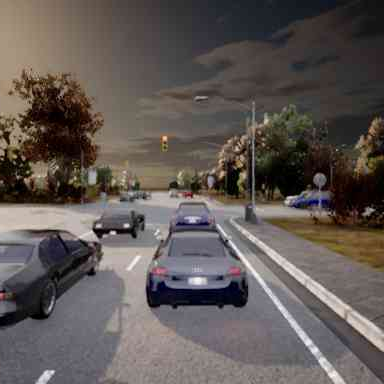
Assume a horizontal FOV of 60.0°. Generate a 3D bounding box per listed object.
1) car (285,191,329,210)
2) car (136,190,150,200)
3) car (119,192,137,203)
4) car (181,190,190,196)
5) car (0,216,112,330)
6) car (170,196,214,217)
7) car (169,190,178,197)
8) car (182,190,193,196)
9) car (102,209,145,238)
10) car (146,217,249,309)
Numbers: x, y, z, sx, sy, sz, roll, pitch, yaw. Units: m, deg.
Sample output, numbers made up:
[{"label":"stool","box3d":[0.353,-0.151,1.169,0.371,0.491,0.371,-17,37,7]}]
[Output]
[{"label":"car","box3d":[13.952,0.946,37.611,5.566,2.045,2.150,-1,1,-3]},{"label":"car","box3d":[-10.946,0.653,70.523,2.150,2.045,5.566,0,1,-1]},{"label":"car","box3d":[-10.872,1.145,55.437,1.994,1.385,4.181,0,0,0]},{"label":"car","box3d":[-1.747,0.285,94.254,2.097,1.767,4.553,0,1,-7]},{"label":"car","box3d":[-3.429,1.519,7.195,2.033,1.411,5.357,0,0,-1]},{"label":"car","box3d":[0.016,1.252,16.523,2.097,1.767,4.553,0,0,0]},{"label":"car","box3d":[-4.461,0.789,84.280,1.994,1.385,4.181,0,1,-4]},{"label":"car","box3d":[-0.912,0.470,83.607,2.150,2.045,5.566,0,1,-4]},{"label":"car","box3d":[-3.506,1.498,16.839,1.895,1.301,4.718,0,0,-1]},{"label":"car","box3d":[0.067,1.531,7.890,1.994,1.385,4.181,0,0,-1]}]
